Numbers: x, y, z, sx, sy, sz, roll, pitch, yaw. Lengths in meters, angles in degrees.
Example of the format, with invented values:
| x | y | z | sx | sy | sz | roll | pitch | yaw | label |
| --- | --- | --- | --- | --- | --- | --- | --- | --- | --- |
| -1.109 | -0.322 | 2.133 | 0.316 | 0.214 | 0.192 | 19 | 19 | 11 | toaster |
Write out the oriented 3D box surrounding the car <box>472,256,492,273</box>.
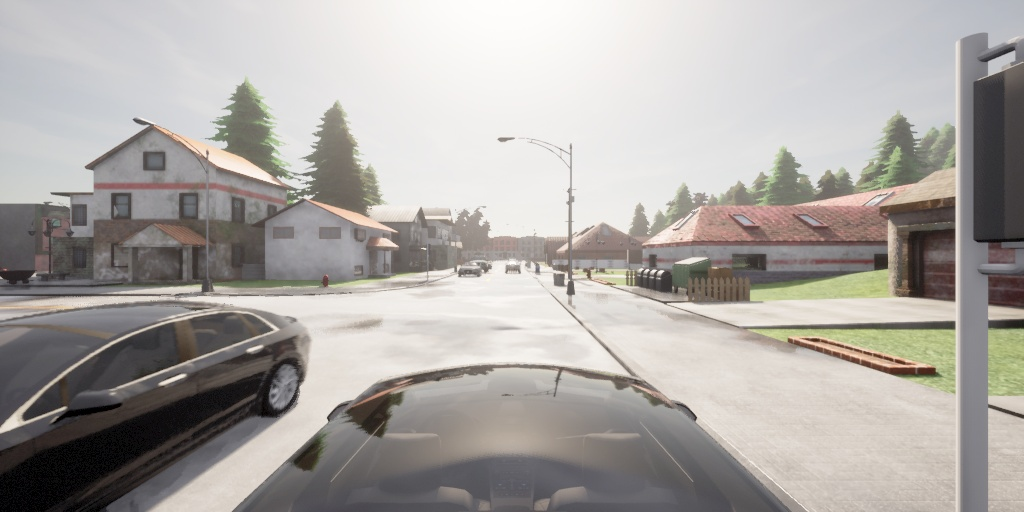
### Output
| x | y | z | sx | sy | sz | roll | pitch | yaw | label |
| --- | --- | --- | --- | --- | --- | --- | --- | --- | --- |
| -4.088 | 0.971 | 44.579 | 2.150 | 2.045 | 5.566 | 0 | 0 | 0 | car |

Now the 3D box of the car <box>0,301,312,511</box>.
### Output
| x | y | z | sx | sy | sz | roll | pitch | yaw | label |
| --- | --- | --- | --- | --- | --- | --- | --- | --- | --- |
| -3.787 | 1.255 | 3.150 | 1.837 | 1.490 | 4.892 | 2 | 0 | 1 | car |

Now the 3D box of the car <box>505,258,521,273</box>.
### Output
| x | y | z | sx | sy | sz | roll | pitch | yaw | label |
| --- | --- | --- | --- | --- | --- | --- | --- | --- | --- |
| 0.116 | 1.297 | 44.205 | 2.033 | 1.411 | 5.357 | 0 | 0 | 0 | car |

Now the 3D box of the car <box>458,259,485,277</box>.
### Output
| x | y | z | sx | sy | sz | roll | pitch | yaw | label |
| --- | --- | --- | --- | --- | --- | --- | --- | --- | --- |
| -4.090 | 1.314 | 35.432 | 1.994 | 1.385 | 4.181 | 0 | 0 | 0 | car |

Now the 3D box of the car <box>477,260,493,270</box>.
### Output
| x | y | z | sx | sy | sz | roll | pitch | yaw | label |
| --- | --- | --- | --- | --- | --- | --- | --- | --- | --- |
| -4.063 | 1.314 | 54.518 | 1.994 | 1.385 | 4.181 | 0 | 0 | 0 | car |
